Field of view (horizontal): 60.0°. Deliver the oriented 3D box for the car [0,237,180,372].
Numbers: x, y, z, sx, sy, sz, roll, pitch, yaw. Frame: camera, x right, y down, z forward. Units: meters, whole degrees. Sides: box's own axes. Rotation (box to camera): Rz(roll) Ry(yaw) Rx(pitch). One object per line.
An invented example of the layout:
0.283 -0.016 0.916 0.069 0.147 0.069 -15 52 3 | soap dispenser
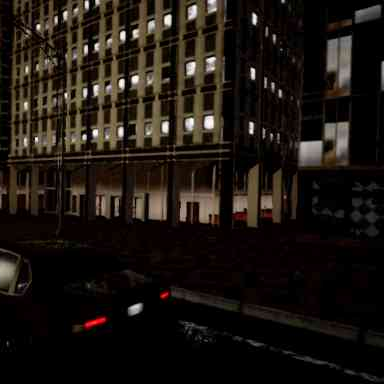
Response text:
-2.750 1.510 5.648 5.357 1.411 2.033 0 0 36 | car
